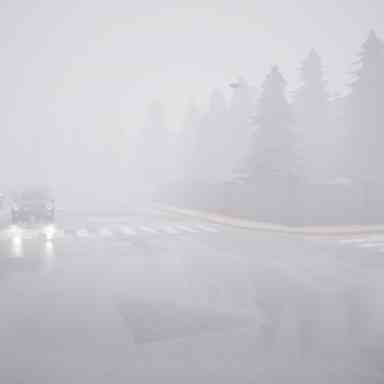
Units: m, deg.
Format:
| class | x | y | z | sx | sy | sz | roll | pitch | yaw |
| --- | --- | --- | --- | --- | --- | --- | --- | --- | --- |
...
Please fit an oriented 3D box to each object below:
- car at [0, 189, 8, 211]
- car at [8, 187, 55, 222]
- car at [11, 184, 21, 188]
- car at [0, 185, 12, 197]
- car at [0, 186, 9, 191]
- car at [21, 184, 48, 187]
| class | x | y | z | sx | sy | sz | roll | pitch | yaw |
| --- | --- | --- | --- | --- | --- | --- | --- | --- | --- |
| car | -16.202 | 0.713 | 26.569 | 1.994 | 1.385 | 4.181 | 1 | 1 | -25 |
| car | -9.412 | 0.762 | 19.905 | 2.097 | 1.767 | 4.553 | 1 | 1 | -23 |
| car | -18.969 | 0.093 | 37.709 | 2.150 | 2.045 | 5.566 | 0 | 2 | -42 |
| car | -28.891 | -0.183 | 48.663 | 4.553 | 1.767 | 2.097 | 2 | 1 | 23 |
| car | -21.452 | 0.229 | 35.166 | 2.097 | 1.767 | 4.553 | 0 | 2 | -43 |
| car | -13.281 | 0.382 | 28.646 | 2.150 | 2.045 | 5.566 | 0 | 1 | -26 |
